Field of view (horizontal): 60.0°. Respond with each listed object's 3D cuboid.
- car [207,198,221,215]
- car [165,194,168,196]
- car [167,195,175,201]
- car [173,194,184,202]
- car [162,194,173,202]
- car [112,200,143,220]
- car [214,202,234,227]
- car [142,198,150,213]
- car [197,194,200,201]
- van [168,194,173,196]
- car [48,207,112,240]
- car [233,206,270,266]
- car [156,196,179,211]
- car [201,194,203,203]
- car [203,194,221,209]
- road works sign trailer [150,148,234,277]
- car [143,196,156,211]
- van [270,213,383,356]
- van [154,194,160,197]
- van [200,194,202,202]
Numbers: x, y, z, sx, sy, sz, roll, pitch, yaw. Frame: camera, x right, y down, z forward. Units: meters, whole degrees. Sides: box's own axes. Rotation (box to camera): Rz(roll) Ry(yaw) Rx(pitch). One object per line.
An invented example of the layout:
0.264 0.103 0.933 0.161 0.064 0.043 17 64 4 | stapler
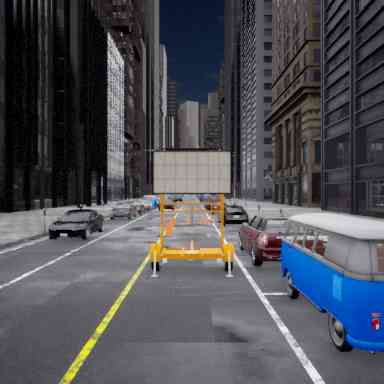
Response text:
2.776 1.593 33.933 1.802 1.307 4.206 0 0 0 | car
-5.741 1.343 56.361 2.192 1.841 5.009 0 0 0 | car
-5.728 1.610 90.018 2.008 1.369 4.403 0 0 0 | car
-2.973 1.591 74.240 2.033 1.411 5.357 0 0 0 | car
-5.732 1.363 78.799 2.192 1.841 5.009 0 0 0 | car
-5.751 1.558 28.314 2.008 1.369 4.403 0 0 0 | car
2.772 1.570 22.714 1.947 1.339 4.313 0 0 0 | car
-5.749 1.593 33.923 1.802 1.307 4.206 0 0 0 | car
2.791 1.358 73.197 2.192 1.841 5.009 0 0 0 | car
-5.734 1.384 73.190 1.690 1.788 3.998 0 0 0 | van
-5.755 1.568 17.095 1.947 1.339 4.313 0 0 0 | car
2.768 1.441 11.496 1.967 1.590 4.097 0 0 0 | car
-3.083 1.563 41.206 2.033 1.411 5.357 0 0 0 | car
2.780 1.334 45.151 2.192 1.841 5.009 0 0 0 | car
2.778 1.330 39.542 2.192 1.841 5.009 0 0 0 | car
0.004 0.465 10.222 2.380 3.560 2.880 0 0 0 | road works sign trailer
-5.747 1.540 39.362 1.752 1.417 4.829 0 0 0 | car
2.766 1.341 5.887 1.690 1.788 3.998 0 0 0 | van
-5.745 1.360 45.142 1.690 1.788 3.998 0 0 0 | van
2.786 1.374 61.978 1.690 1.788 3.998 0 0 0 | van
